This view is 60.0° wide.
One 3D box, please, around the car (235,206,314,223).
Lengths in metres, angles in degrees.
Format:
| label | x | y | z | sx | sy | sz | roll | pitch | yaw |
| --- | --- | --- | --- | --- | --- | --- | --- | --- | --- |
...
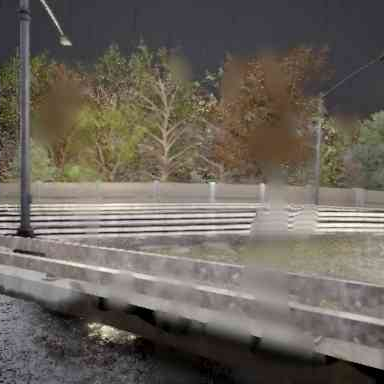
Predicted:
| label | x | y | z | sx | sy | sz | roll | pitch | yaw |
| --- | --- | --- | --- | --- | --- | --- | --- | --- | --- |
| car | 4.833 | 1.562 | 19.559 | 4.674 | 1.442 | 1.812 | 0 | 0 | -12 |
